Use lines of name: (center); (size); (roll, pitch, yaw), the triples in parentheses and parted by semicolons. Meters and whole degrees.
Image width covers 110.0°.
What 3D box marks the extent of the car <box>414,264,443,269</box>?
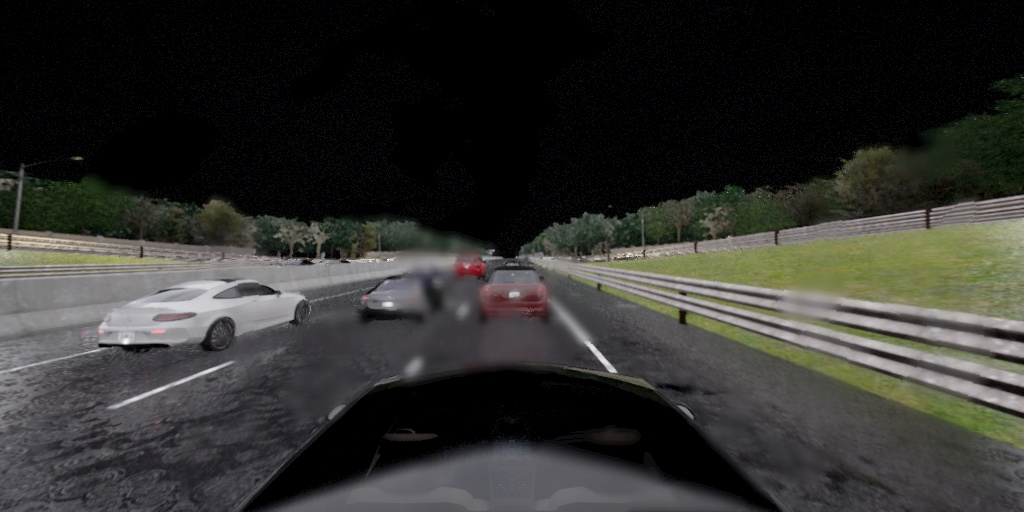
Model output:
car: (-6.923, 1.313, 29.450); (1.895, 1.301, 4.718); (0, 0, 0)

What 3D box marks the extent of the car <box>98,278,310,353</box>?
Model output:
car: (-6.907, 1.269, 8.727); (1.812, 1.442, 4.674); (0, 0, 0)

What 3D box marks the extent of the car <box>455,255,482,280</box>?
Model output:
car: (-3.424, 0.931, 30.316); (2.150, 2.045, 5.566); (0, 0, 0)

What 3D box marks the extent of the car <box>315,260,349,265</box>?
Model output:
car: (-21.121, 1.192, 43.117); (1.837, 1.490, 4.892); (0, 0, 0)

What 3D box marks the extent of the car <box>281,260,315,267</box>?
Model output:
car: (-24.621, 1.196, 41.388); (1.837, 1.490, 4.892); (0, 0, 0)

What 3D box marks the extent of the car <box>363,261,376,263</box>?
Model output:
car: (-17.623, 1.286, 43.827); (1.895, 1.301, 4.718); (0, 0, 0)

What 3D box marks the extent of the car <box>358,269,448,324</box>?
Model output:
car: (-3.409, 1.303, 11.903); (1.994, 1.385, 4.181); (0, 0, 0)

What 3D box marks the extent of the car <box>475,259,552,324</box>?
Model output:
car: (0.091, 1.090, 12.106); (2.097, 1.767, 4.553); (0, 0, 0)
